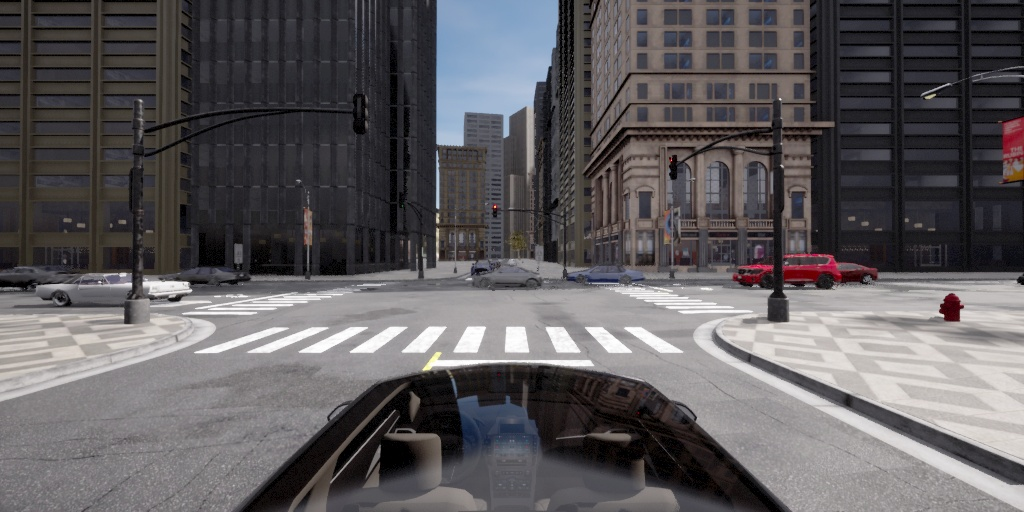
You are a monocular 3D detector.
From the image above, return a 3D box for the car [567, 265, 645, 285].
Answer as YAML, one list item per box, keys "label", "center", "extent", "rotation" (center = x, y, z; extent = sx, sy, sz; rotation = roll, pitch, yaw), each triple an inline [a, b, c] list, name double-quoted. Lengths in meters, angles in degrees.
- label: "car"
  center: [6.590, 1.312, 25.505]
  extent: [5.357, 1.411, 2.033]
  rotation: [0, 0, 10]

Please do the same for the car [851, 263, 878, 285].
- label: "car"
  center: [22.381, 1.197, 24.959]
  extent: [5.008, 1.535, 1.882]
  rotation: [0, 0, 0]

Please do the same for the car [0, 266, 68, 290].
- label: "car"
  center: [-29.055, 1.357, 21.650]
  extent: [4.902, 1.511, 2.128]
  rotation: [0, 0, 0]

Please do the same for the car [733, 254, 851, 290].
- label: "car"
  center: [16.551, 0.931, 21.705]
  extent: [5.566, 2.045, 2.150]
  rotation: [0, 0, 0]

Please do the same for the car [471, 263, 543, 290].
- label: "car"
  center: [-0.242, 1.312, 21.681]
  extent: [4.181, 1.385, 1.994]
  rotation: [0, 0, 0]

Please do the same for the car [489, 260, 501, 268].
- label: "car"
  center: [-3.048, 1.430, 65.369]
  extent: [1.994, 1.385, 4.181]
  rotation: [0, 0, 0]

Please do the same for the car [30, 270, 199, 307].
- label: "car"
  center: [-16.379, 1.366, 14.963]
  extent: [4.718, 1.301, 1.895]
  rotation: [0, 0, 0]

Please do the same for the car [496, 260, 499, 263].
- label: "car"
  center: [-3.070, 1.377, 46.370]
  extent: [1.994, 1.385, 4.181]
  rotation: [0, 0, 0]

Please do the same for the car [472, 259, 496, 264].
- label: "car"
  center: [-3.058, 1.145, 37.598]
  extent: [2.097, 1.767, 4.553]
  rotation: [0, 0, 0]

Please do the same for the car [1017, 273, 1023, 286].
- label: "car"
  center: [33.688, 1.231, 21.711]
  extent: [4.181, 1.385, 1.994]
  rotation: [0, 0, 0]

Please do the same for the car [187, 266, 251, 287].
- label: "car"
  center: [-21.271, 1.405, 24.908]
  extent: [5.357, 1.411, 2.033]
  rotation: [0, 0, 0]
